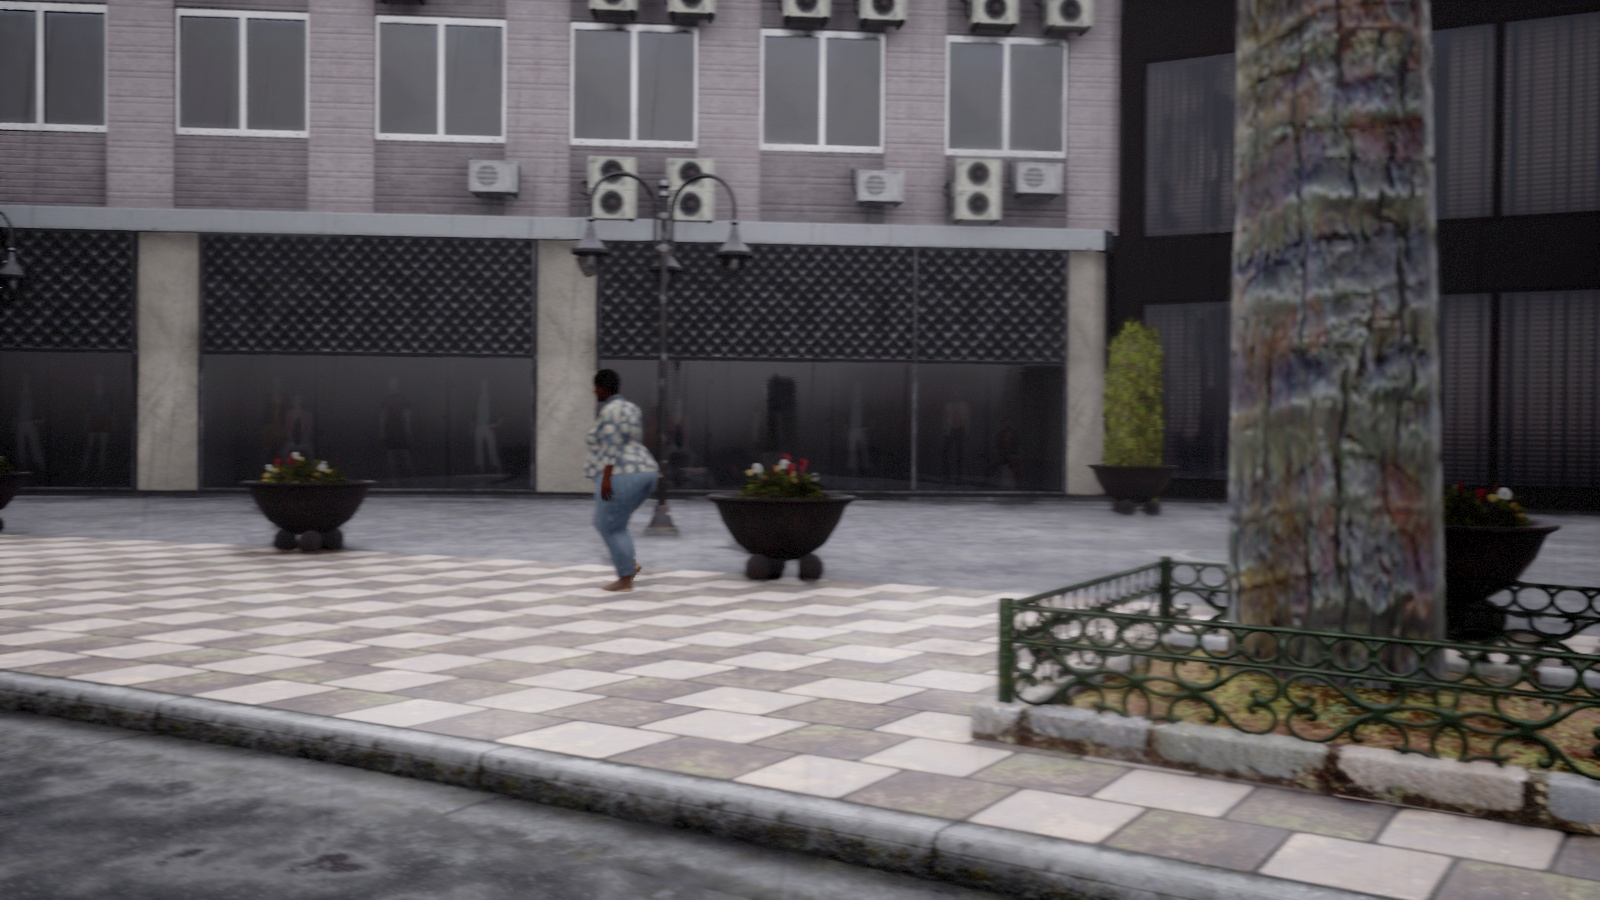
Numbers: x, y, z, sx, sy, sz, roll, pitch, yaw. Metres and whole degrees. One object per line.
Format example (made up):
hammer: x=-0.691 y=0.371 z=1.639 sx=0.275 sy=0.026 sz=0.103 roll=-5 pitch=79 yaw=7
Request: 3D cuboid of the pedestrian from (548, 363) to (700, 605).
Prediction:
pedestrian: x=-1.410 y=0.254 z=10.180 sx=0.900 sy=1.855 sz=0.874 roll=0 pitch=1 yaw=20
